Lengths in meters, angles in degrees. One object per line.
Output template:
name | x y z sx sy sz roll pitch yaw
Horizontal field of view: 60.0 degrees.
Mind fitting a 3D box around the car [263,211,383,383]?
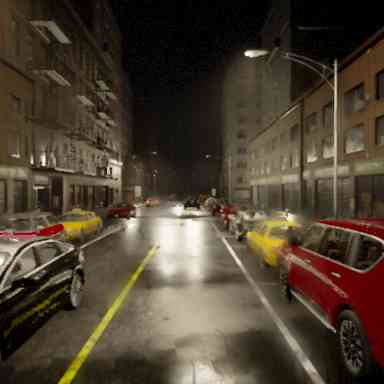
car | 2.846 1.312 5.363 2.192 1.841 5.009 -1 0 0

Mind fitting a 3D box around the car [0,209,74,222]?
car | -5.681 1.436 10.857 1.967 1.590 4.097 -1 0 0

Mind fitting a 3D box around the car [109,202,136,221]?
car | -5.687 1.546 27.347 1.887 1.381 4.507 -1 0 0

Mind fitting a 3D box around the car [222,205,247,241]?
car | 2.843 1.546 16.357 2.008 1.369 4.403 -1 0 0

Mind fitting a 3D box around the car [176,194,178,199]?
car | -5.714 1.648 92.706 1.752 1.417 4.829 -1 0 0

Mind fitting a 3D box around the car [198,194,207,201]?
car | 2.813 1.425 87.294 2.192 1.841 5.009 -1 0 0

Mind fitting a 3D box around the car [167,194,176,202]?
car | -5.709 1.663 81.704 1.947 1.339 4.313 -1 0 0

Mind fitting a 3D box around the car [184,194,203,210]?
car | -0.016 1.370 44.115 2.097 1.767 4.553 0 0 0

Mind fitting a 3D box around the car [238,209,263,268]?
car | 2.845 1.521 11.031 1.752 1.417 4.829 -1 0 0

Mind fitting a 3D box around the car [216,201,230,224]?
car | 2.841 1.542 21.854 1.887 1.381 4.507 -1 0 0

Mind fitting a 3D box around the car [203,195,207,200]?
car | 2.829 1.551 49.509 1.752 1.417 4.829 -1 0 0

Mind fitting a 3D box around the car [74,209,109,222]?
car | -5.682 1.521 16.183 1.752 1.417 4.829 -1 0 0

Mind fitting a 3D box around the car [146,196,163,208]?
car | -5.697 1.466 49.335 1.967 1.590 4.097 -1 0 0

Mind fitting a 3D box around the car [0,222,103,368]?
car | -3.102 1.488 5.004 2.128 1.511 4.902 0 0 0

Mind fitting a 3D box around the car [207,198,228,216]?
car | 2.835 1.445 32.847 1.967 1.590 4.097 -1 0 0

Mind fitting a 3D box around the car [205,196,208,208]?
car | 2.832 1.450 38.344 1.967 1.590 4.097 -1 0 0

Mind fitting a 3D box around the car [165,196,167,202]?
car | -5.698 1.601 54.831 1.947 1.339 4.313 -1 0 0

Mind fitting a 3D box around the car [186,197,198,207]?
car | -0.021 1.537 53.452 1.837 1.490 4.892 0 0 0
